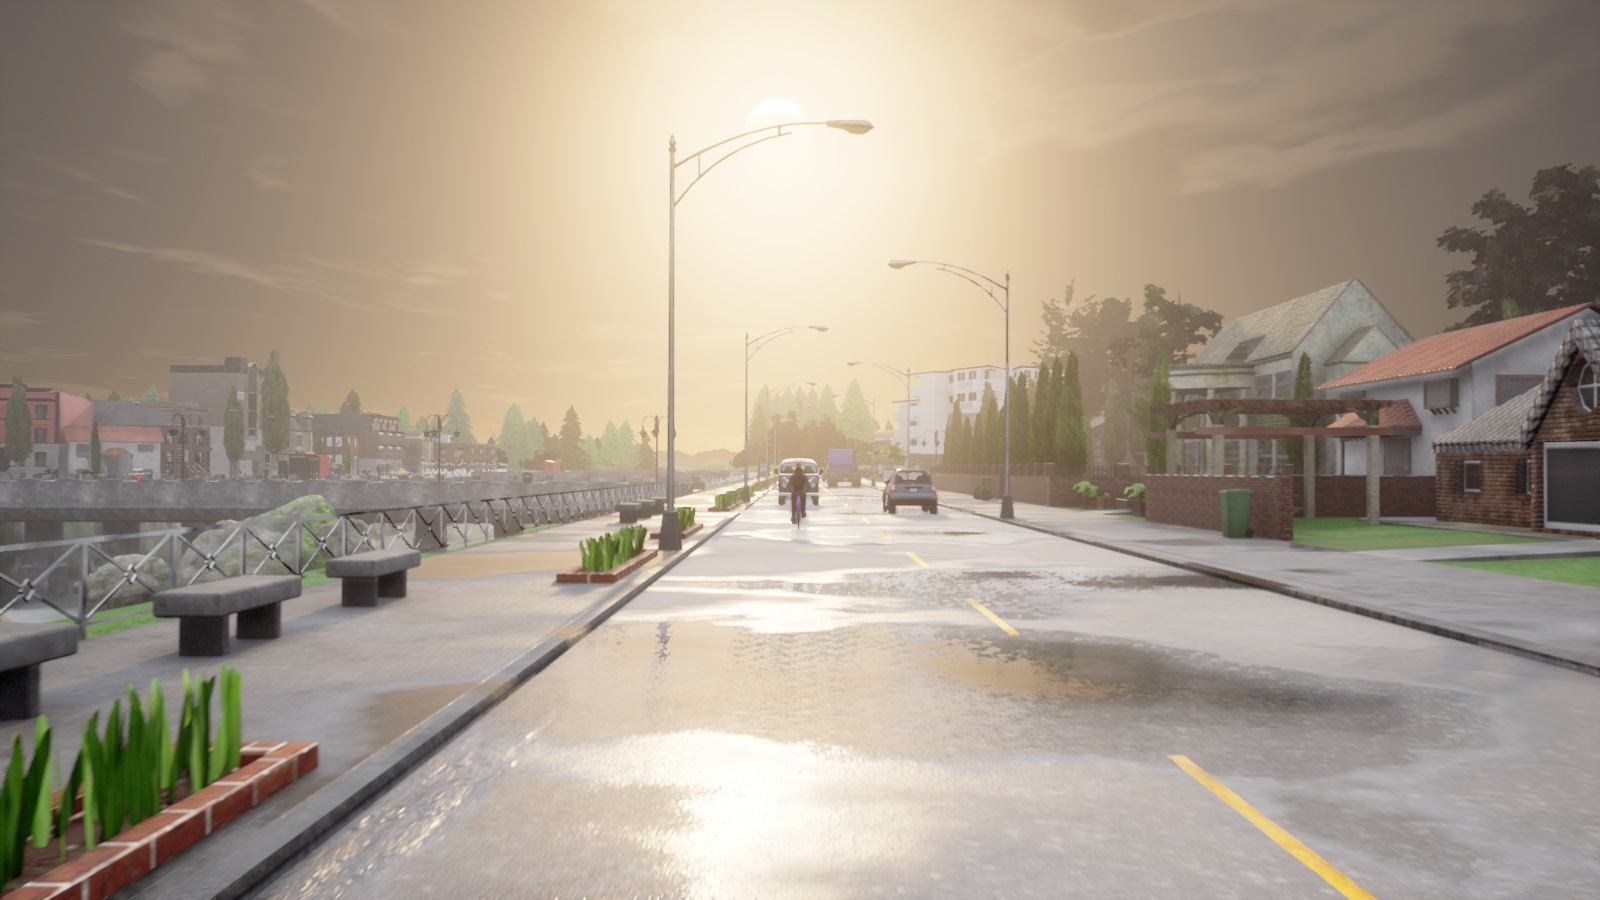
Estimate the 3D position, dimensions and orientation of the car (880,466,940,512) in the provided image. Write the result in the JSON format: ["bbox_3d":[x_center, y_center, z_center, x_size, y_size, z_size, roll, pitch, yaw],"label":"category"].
[{"bbox_3d":[3.963,1.386,45.743,1.851,1.617,3.988,0,-1,0],"label":"car"}]

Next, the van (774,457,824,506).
[{"bbox_3d":[-0.046,1.364,54.787,2.069,2.038,4.480,0,-1,0],"label":"van"}]
